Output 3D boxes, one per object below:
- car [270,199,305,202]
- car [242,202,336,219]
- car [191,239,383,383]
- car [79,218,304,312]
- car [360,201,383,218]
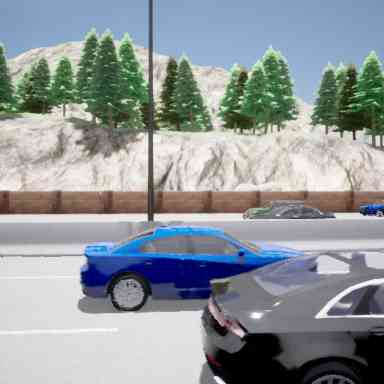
[{"bbox_3d":[5.627,1.351,21.884,4.553,1.767,2.097,0,0,-5],"label":"car"},{"bbox_3d":[5.434,1.504,18.350,4.892,1.490,1.837,0,0,-5],"label":"car"},{"bbox_3d":[2.542,1.489,3.876,4.902,1.511,2.128,0,0,-4],"label":"car"},{"bbox_3d":[0.188,1.477,7.210,5.008,1.535,1.882,0,0,-4],"label":"car"},{"bbox_3d":[17.850,1.476,30.256,5.008,1.535,1.882,0,0,-8],"label":"car"}]
